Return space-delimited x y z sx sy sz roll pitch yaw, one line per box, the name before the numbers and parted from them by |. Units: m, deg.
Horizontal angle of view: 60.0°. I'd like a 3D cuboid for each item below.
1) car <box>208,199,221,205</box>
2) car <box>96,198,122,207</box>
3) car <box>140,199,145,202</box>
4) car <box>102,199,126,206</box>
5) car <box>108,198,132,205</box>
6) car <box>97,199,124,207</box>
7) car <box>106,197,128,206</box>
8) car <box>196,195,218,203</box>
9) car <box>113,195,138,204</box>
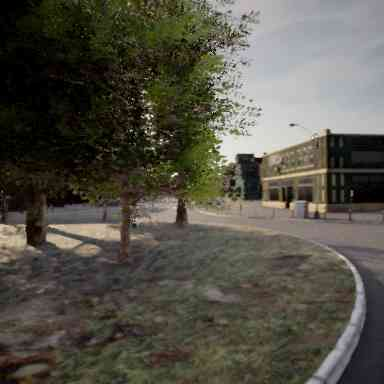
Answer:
car | 3.129 2.024 63.492 4.792 1.488 2.163 -1 0 2
car | -16.904 2.062 65.889 4.553 1.767 2.185 -1 0 2
car | -16.252 2.165 90.705 5.008 1.535 2.097 -1 0 2
car | -16.778 2.235 71.406 4.674 1.452 2.002 -1 0 2
car | -16.634 2.195 76.924 4.892 1.521 2.231 -1 0 2
car | -16.863 2.194 68.652 5.008 1.535 2.097 -1 0 2
car | -16.675 2.069 74.162 4.553 1.767 2.185 -1 0 2
car | 3.815 1.730 85.597 5.566 2.045 2.435 -1 0 2
car | -16.506 1.931 82.436 5.566 2.045 2.435 -1 0 2
